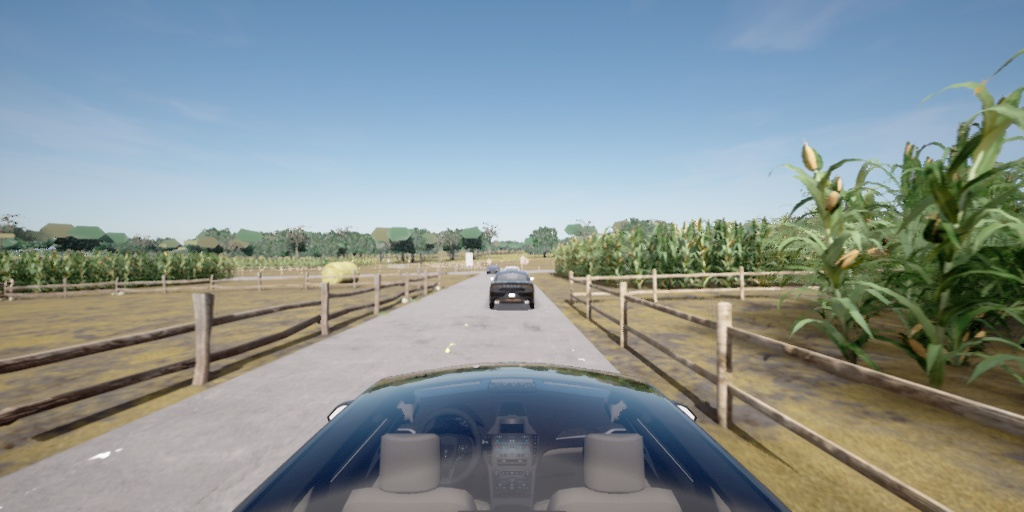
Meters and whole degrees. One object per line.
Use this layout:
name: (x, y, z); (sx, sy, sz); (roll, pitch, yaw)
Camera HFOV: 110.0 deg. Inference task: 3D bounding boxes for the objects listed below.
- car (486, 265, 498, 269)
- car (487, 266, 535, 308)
car: (-2.766, 2.032, 53.605); (2.033, 1.411, 5.357); (0, -1, 0)
car: (0.004, 1.386, 16.325); (1.882, 1.535, 5.008); (0, 0, 0)
